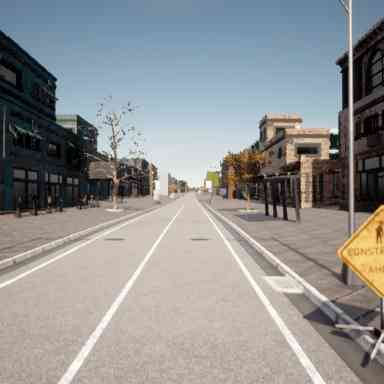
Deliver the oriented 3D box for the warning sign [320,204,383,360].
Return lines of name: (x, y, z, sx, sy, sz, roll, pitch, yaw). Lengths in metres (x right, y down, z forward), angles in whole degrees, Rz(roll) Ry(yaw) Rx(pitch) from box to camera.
warning sign: (2.632, 1.109, 4.577, 1.300, 1.860, 1.060, -1, -1, 0)
